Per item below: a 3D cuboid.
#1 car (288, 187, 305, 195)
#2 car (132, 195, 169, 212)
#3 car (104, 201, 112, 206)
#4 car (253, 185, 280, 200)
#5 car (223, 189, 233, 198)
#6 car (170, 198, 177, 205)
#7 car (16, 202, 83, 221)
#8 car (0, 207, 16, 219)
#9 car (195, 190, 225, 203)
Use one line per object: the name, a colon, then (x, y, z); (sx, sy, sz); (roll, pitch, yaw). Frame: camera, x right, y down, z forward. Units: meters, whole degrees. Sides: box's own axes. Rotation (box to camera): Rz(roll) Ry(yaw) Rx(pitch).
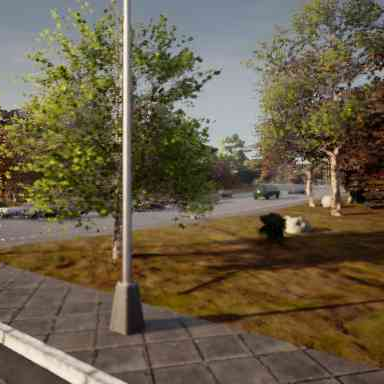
car: (18.523, -0.255, 59.006); (1.994, 1.385, 4.181); (0, 3, 35)
car: (-4.969, 1.072, 34.720); (2.097, 1.767, 4.553); (0, 2, 38)
car: (-8.051, 1.281, 36.468); (2.033, 1.411, 5.357); (0, 2, 38)
car: (11.019, 0.017, 48.977); (2.150, 2.045, 5.566); (0, 3, 38)
car: (4.544, 0.355, 52.286); (2.128, 1.511, 4.902); (0, 3, 39)
car: (-1.923, 0.894, 44.181); (1.812, 1.442, 4.674); (0, 3, 38)
car: (-11.159, 1.534, 26.901); (1.895, 1.301, 4.718); (0, 1, 38)
car: (-14.080, 1.536, 28.850); (1.895, 1.301, 4.718); (0, 1, 38)
car: (1.631, 0.858, 43.046); (2.033, 1.411, 5.357); (0, 3, 38)
